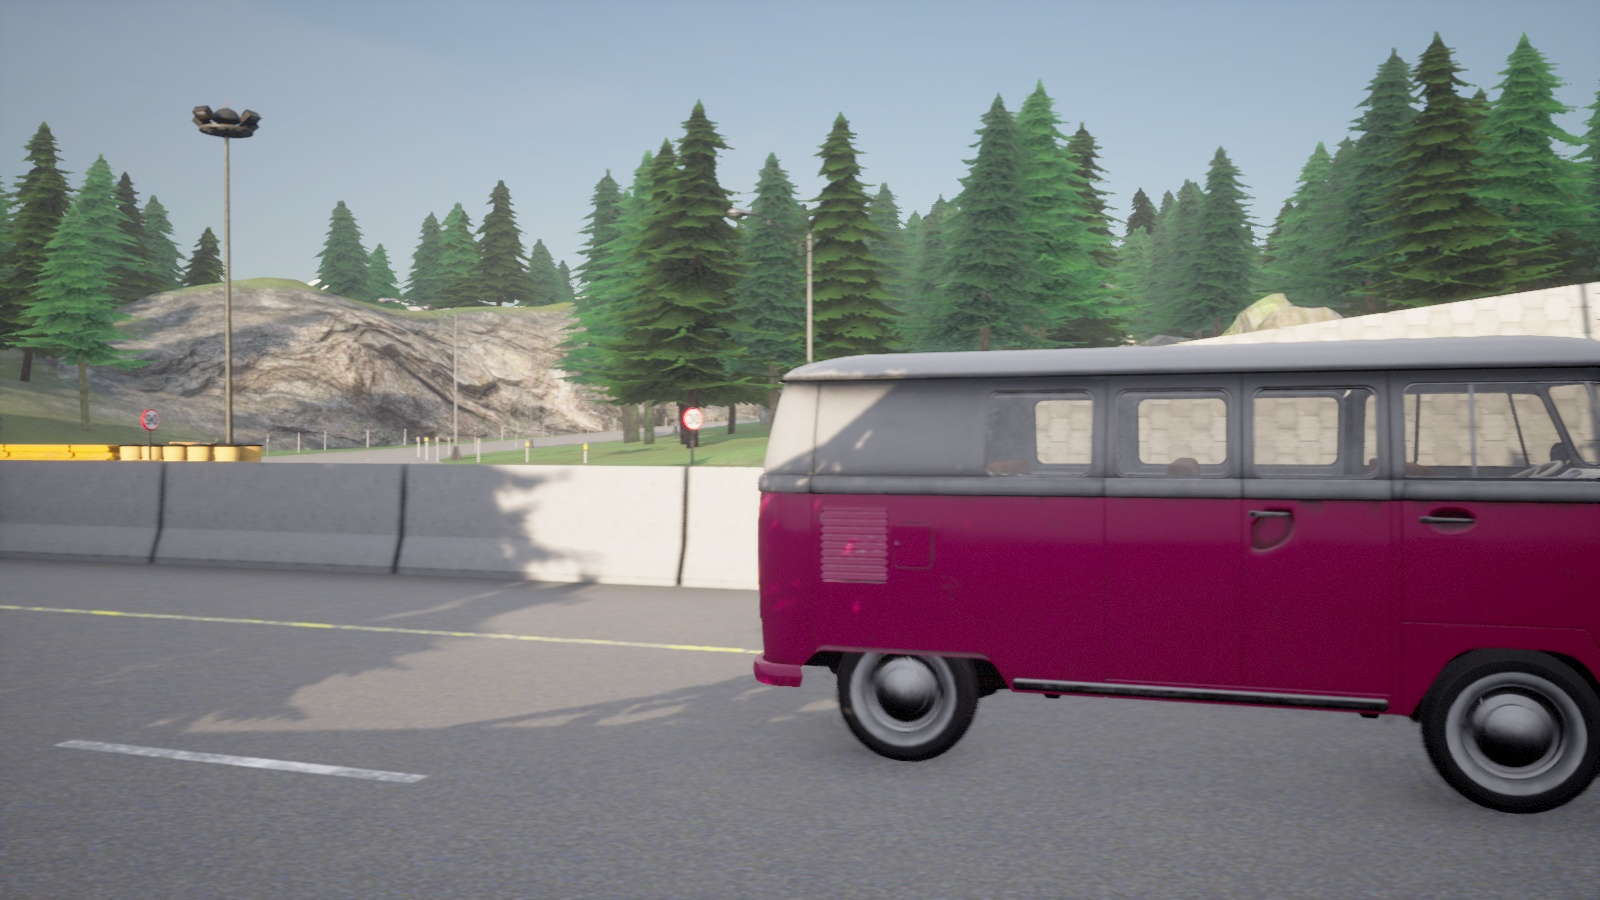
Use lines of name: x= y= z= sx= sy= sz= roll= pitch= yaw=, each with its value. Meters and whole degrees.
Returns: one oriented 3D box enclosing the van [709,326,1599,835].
van: x=1.948 y=0.487 z=6.226 sx=4.442 sy=1.987 sz=1.775 roll=0 pitch=1 yaw=19
